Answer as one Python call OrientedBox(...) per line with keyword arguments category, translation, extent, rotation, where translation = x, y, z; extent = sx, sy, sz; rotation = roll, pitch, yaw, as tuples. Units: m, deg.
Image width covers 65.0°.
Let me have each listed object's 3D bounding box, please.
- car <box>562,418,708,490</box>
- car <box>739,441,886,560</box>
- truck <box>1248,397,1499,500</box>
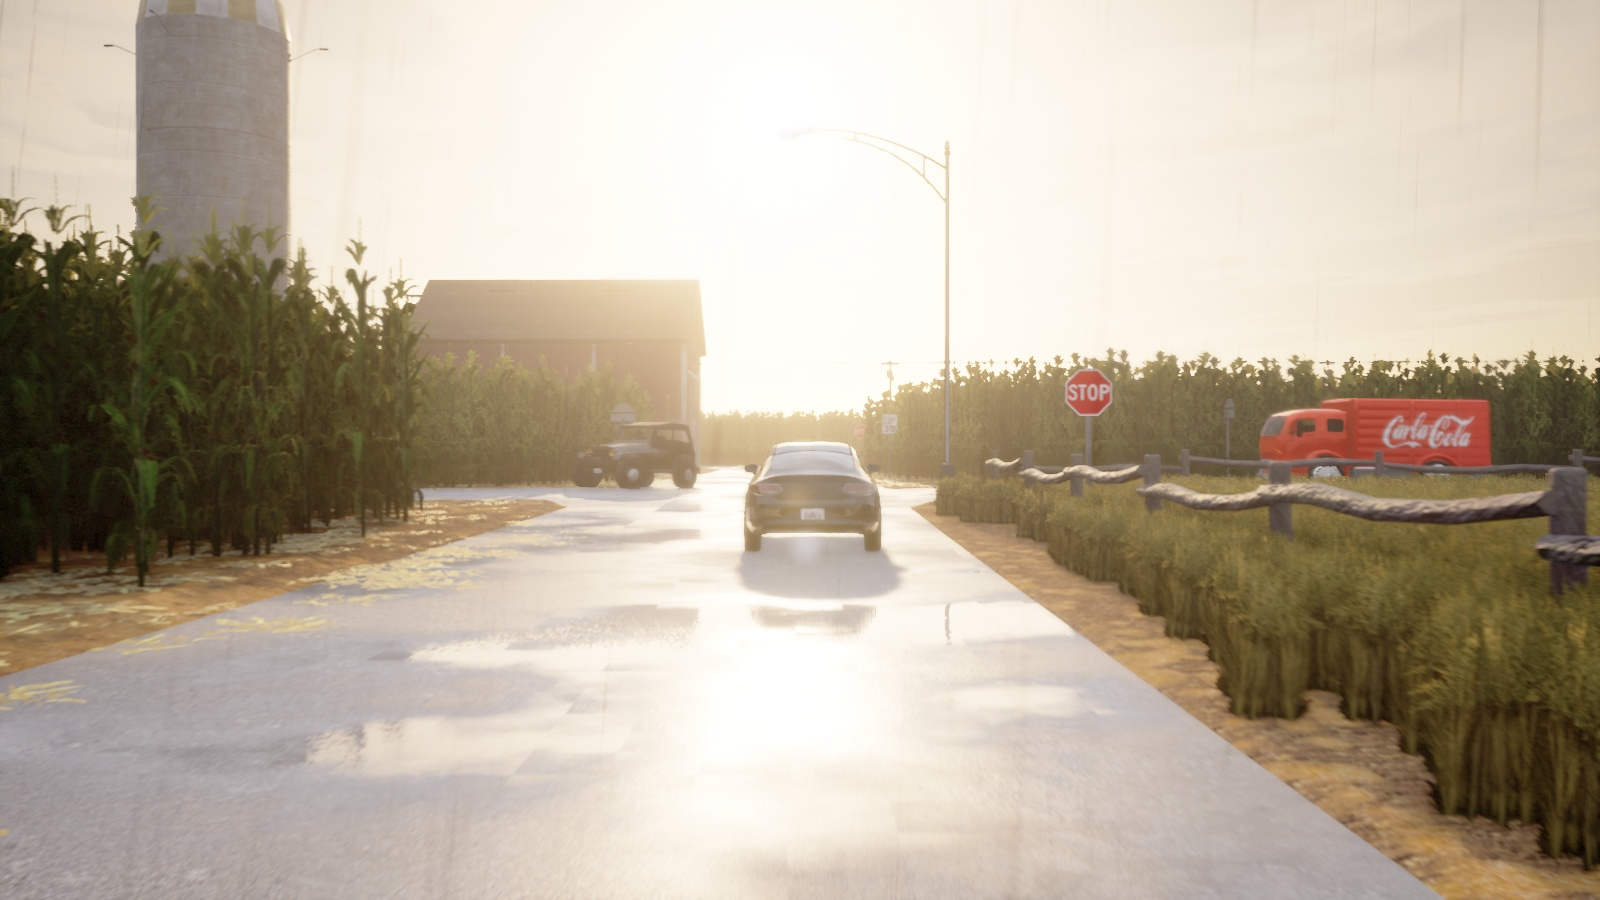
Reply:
OrientedBox(category="car", translation=(-4.535, 0.120, 34.920), extent=(1.905, 1.878, 3.866), rotation=(1, 0, 34))
OrientedBox(category="car", translation=(0.175, 0.611, 17.867), extent=(1.812, 1.442, 4.674), rotation=(0, 1, 1))
OrientedBox(category="truck", translation=(14.559, -0.046, 32.191), extent=(5.204, 2.467, 2.627), rotation=(1, 0, 1))
